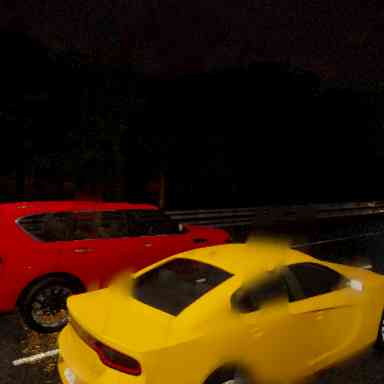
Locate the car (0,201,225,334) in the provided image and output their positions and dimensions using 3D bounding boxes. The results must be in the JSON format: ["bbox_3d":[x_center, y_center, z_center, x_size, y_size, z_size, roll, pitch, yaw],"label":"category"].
[{"bbox_3d":[-1.541,1.205,6.960,5.566,2.045,2.150,0,0,-36],"label":"car"}]

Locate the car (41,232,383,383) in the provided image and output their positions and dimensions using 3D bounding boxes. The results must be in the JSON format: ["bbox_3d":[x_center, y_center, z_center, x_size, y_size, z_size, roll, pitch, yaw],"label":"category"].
[{"bbox_3d":[0.920,1.458,4.419,5.008,1.535,1.882,0,0,-36],"label":"car"}]
